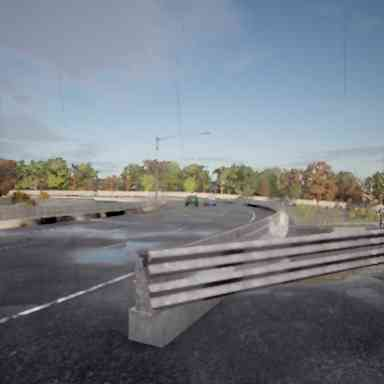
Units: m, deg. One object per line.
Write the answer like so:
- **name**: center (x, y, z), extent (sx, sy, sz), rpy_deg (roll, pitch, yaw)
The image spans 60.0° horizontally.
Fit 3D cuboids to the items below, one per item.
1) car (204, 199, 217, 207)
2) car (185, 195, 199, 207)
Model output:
- **car**: center (3.418, 1.956, 61.337), extent (1.994, 1.385, 4.181), rpy_deg (1, 0, -2)
- **car**: center (0.022, 1.570, 59.703), extent (2.150, 2.045, 5.566), rpy_deg (1, 0, -4)
